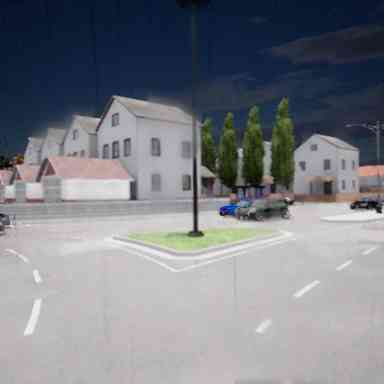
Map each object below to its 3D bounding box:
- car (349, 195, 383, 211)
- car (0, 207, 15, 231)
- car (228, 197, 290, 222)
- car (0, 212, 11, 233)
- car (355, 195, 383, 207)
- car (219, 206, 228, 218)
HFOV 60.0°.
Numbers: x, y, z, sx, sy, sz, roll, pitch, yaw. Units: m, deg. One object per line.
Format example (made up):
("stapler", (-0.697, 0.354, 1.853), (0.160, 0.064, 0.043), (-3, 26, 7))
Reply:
("car", (19.106, 1.325, 36.683), (4.181, 1.385, 1.994), (-1, 0, -40))
("car", (-13.885, 1.730, 21.113), (4.181, 1.385, 1.994), (-1, 0, -3))
("car", (5.377, 1.283, 25.444), (4.553, 1.767, 2.097), (-1, 0, -36))
("car", (-12.292, 1.711, 17.729), (4.181, 1.385, 1.994), (-1, 0, -7))
("car", (24.807, 1.182, 46.050), (4.902, 1.511, 2.128), (-1, 0, -40))
("car", (4.534, 1.418, 29.101), (5.008, 1.535, 1.882), (-1, 0, -38))
